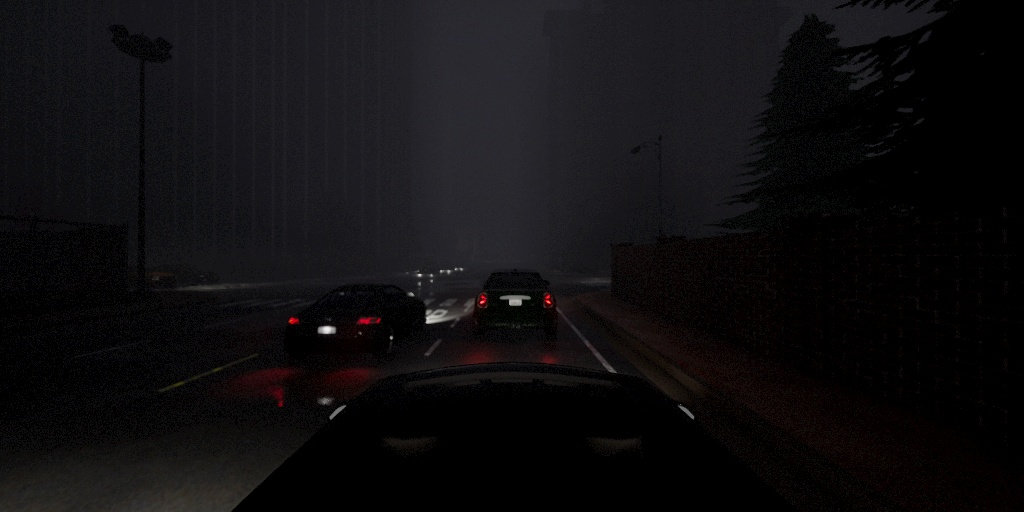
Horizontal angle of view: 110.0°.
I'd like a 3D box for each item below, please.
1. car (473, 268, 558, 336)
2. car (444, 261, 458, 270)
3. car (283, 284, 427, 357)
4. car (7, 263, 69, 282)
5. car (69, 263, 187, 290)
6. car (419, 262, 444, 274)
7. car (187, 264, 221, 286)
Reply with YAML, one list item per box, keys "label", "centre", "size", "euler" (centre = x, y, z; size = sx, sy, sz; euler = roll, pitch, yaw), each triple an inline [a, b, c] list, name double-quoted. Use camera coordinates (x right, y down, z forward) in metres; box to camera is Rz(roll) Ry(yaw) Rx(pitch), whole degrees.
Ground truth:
- label: "car"
  centre: [0.088, 1.148, 10.741]
  size: [2.097, 1.767, 4.553]
  euler: [0, 0, 0]
- label: "car"
  centre: [-10.546, 1.607, 58.078]
  size: [1.994, 1.385, 4.181]
  euler: [0, 0, 0]
- label: "car"
  centre: [-3.417, 1.350, 8.633]
  size: [1.994, 1.385, 4.181]
  euler: [0, 0, 0]
- label: "car"
  centre: [-38.258, 1.332, 29.524]
  size: [4.902, 1.511, 2.128]
  euler: [0, 0, 0]
- label: "car"
  centre: [-23.801, 1.280, 22.338]
  size: [5.008, 1.535, 1.882]
  euler: [0, 0, 0]
- label: "car"
  centre: [-10.565, 1.487, 46.255]
  size: [1.837, 1.490, 4.892]
  euler: [0, 0, 0]
- label: "car"
  centre: [-23.903, 1.298, 25.837]
  size: [5.008, 1.535, 1.882]
  euler: [0, 0, 0]
